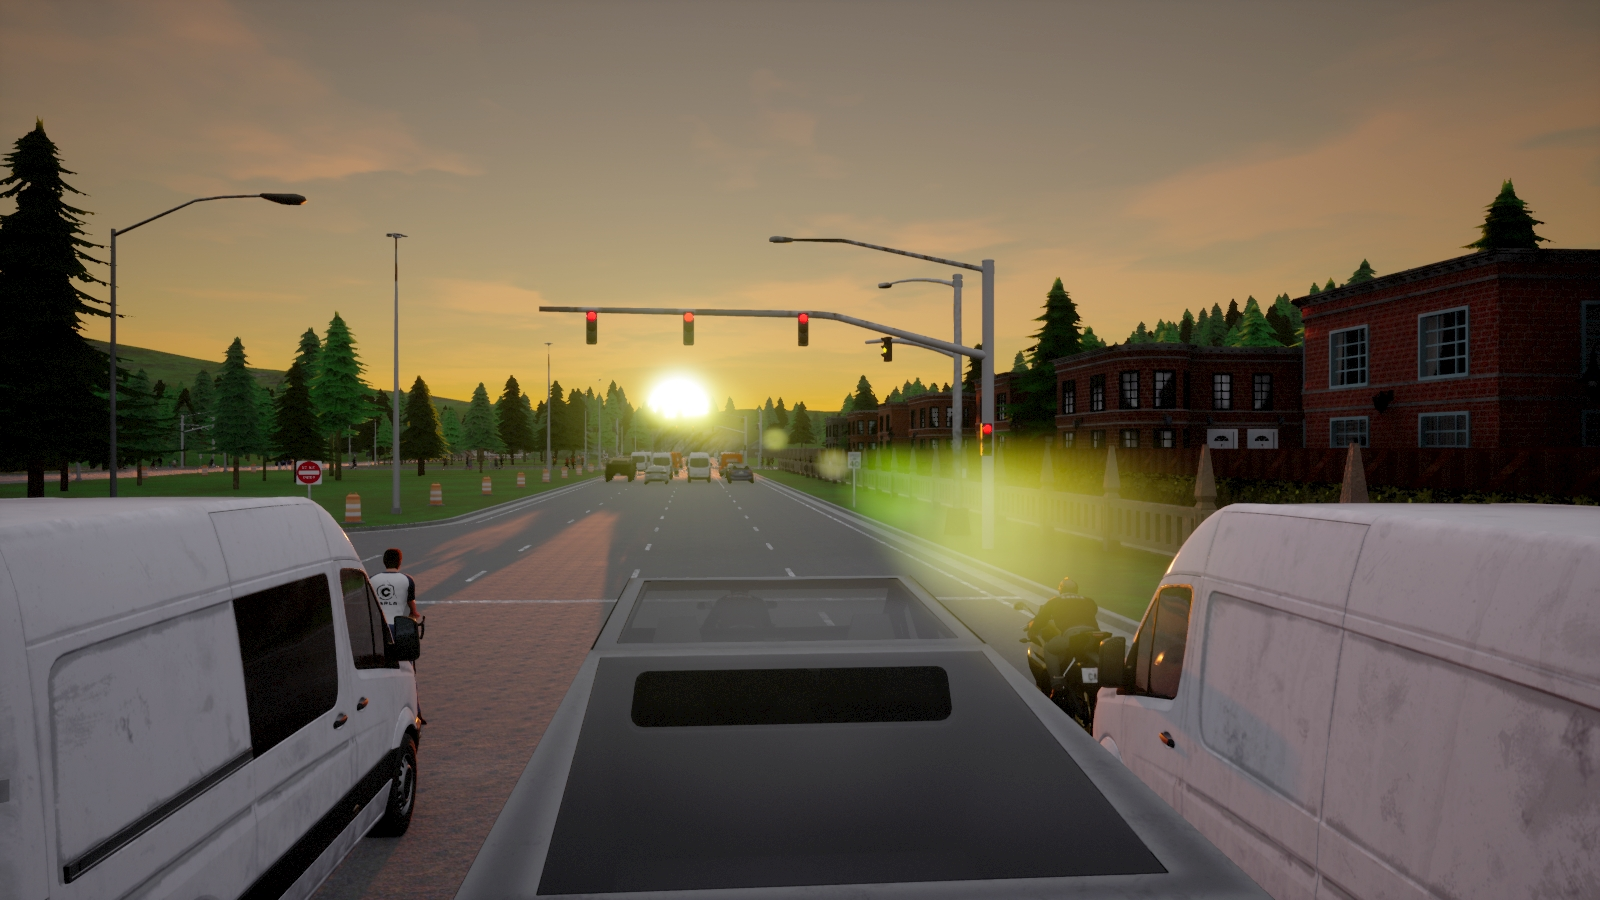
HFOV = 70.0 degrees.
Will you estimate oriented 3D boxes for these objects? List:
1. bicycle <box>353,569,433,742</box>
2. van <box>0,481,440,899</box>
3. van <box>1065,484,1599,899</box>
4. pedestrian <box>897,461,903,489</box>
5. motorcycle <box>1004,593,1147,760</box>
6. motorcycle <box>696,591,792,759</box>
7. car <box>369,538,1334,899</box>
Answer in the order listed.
[{"bbox_3d":[-4.173,2.056,11.794,0.373,1.496,1.643,0,0,-5],"label":"bicycle"},{"bbox_3d":[-3.677,1.534,6.378,1.988,2.561,5.915,0,0,-5],"label":"van"},{"bbox_3d":[3.020,1.534,5.590,1.988,2.561,5.915,0,0,-1],"label":"van"},{"bbox_3d":[6.680,1.698,76.338,0.375,1.860,0.375,0,0,-5],"label":"pedestrian"},{"bbox_3d":[2.714,2.205,11.543,0.867,1.251,2.209,0,0,-2],"label":"motorcycle"},{"bbox_3d":[-0.613,2.205,11.622,0.867,1.251,2.209,0,0,-6],"label":"motorcycle"},{"bbox_3d":[-0.117,1.754,5.929,2.390,2.098,6.274,0,0,-5],"label":"car"}]
